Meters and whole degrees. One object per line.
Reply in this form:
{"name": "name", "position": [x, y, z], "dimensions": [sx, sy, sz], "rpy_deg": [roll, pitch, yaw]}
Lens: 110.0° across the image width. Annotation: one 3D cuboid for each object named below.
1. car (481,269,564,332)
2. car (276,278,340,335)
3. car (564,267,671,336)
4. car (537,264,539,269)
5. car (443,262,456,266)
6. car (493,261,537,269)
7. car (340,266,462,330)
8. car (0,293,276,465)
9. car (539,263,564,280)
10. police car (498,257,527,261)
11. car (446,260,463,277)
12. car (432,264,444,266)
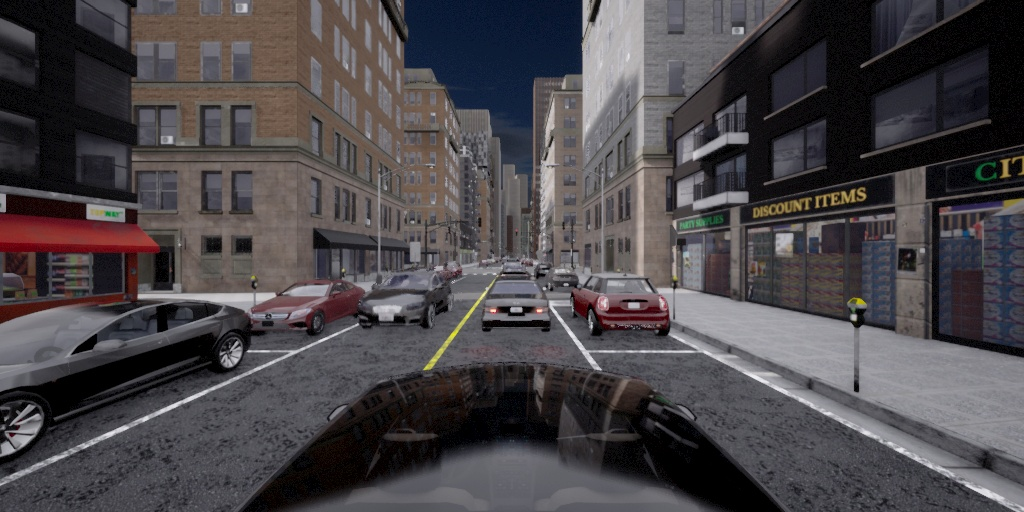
{"name": "car", "position": [0.118, 1.297, 10.844], "dimensions": [2.033, 1.411, 5.357], "rpy_deg": [0, 0, 0]}
{"name": "car", "position": [-5.649, 1.331, 10.394], "dimensions": [1.802, 1.307, 4.207], "rpy_deg": [0, 0, 0]}
{"name": "car", "position": [2.877, 1.189, 10.371], "dimensions": [1.967, 1.591, 4.097], "rpy_deg": [0, 0, 0]}
{"name": "car", "position": [2.935, 1.317, 32.376], "dimensions": [1.948, 1.339, 4.313], "rpy_deg": [0, 0, 0]}
{"name": "car", "position": [-5.605, 1.332, 26.897], "dimensions": [1.802, 1.307, 4.207], "rpy_deg": [0, 0, 0]}
{"name": "car", "position": [0.148, 1.241, 21.367], "dimensions": [2.128, 1.511, 4.902], "rpy_deg": [0, 0, 0]}
{"name": "car", "position": [-3.077, 1.241, 11.243], "dimensions": [2.128, 1.511, 4.902], "rpy_deg": [0, 0, 0]}
{"name": "car", "position": [-5.664, 1.315, 4.892], "dimensions": [1.948, 1.339, 4.313], "rpy_deg": [0, 0, 0]}
{"name": "car", "position": [2.906, 1.300, 21.373], "dimensions": [2.007, 1.370, 4.403], "rpy_deg": [0, 0, 0]}
{"name": "police car", "position": [0.074, 1.176, 31.386], "dimensions": [1.930, 1.638, 5.238], "rpy_deg": [0, 0, 0]}
{"name": "car", "position": [-5.590, 1.191, 32.399], "dimensions": [1.967, 1.591, 4.097], "rpy_deg": [0, 0, 0]}
{"name": "car", "position": [-5.620, 1.315, 21.396], "dimensions": [1.948, 1.339, 4.313], "rpy_deg": [0, 0, 0]}
